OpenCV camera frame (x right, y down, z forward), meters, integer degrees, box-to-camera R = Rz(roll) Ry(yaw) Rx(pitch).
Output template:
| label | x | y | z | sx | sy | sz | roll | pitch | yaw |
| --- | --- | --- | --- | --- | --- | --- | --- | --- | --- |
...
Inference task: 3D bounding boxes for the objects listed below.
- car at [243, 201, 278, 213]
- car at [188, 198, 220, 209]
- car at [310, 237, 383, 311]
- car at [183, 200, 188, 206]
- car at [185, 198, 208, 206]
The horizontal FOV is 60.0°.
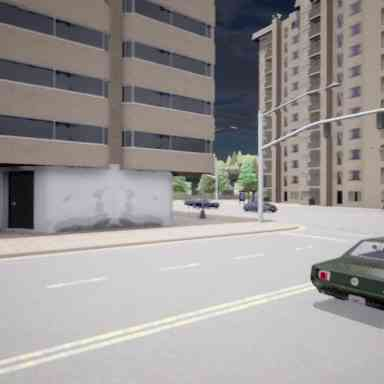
| label | x | y | z | sx | sy | sz | roll | pitch | yaw |
| --- | --- | --- | --- | --- | --- | --- | --- | --- | --- |
| car | 7.876 | 1.684 | 38.741 | 1.994 | 1.385 | 4.181 | 0 | 0 | -36 |
| car | 1.867 | 1.720 | 47.044 | 1.895 | 1.301 | 4.718 | 0 | 0 | -36 |
| car | 4.729 | 1.634 | 7.141 | 4.718 | 1.301 | 1.895 | 0 | 0 | -35 |
| car | 0.350 | 1.698 | 55.393 | 1.994 | 1.385 | 4.181 | 0 | 0 | -36 |
| car | 0.839 | 1.750 | 60.932 | 1.895 | 1.301 | 4.718 | 0 | 0 | -32 |
